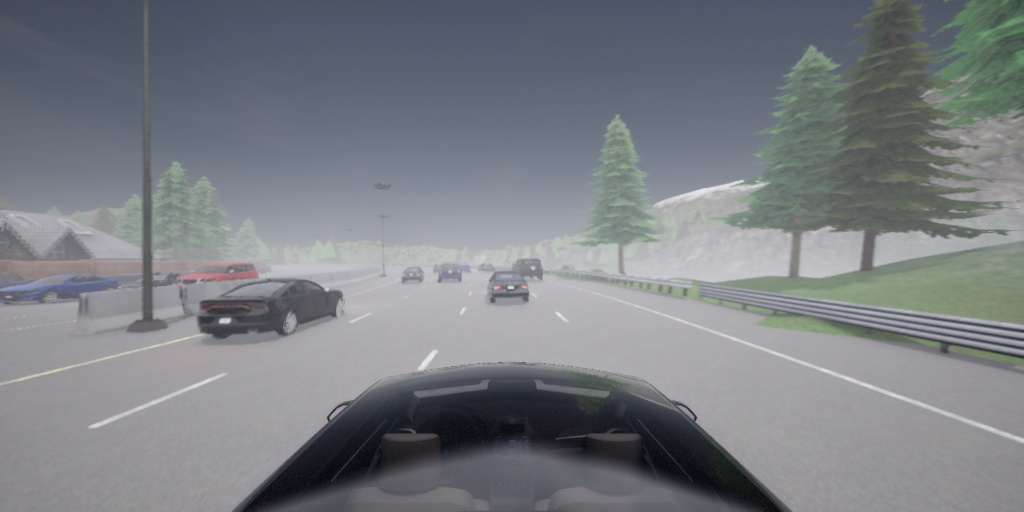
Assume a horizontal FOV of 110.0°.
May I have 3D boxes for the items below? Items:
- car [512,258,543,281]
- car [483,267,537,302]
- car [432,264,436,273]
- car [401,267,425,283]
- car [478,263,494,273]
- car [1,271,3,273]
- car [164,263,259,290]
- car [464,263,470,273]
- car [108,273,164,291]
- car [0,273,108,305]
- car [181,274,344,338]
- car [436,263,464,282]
[{"bbox_3d":[1.355,1.256,34.231,2.150,2.045,5.566,0,0,-11],"label":"car"},{"bbox_3d":[-0.283,1.456,18.214,2.033,1.411,5.357,-1,-1,-5],"label":"car"},{"bbox_3d":[-11.655,1.941,57.214,2.128,1.511,4.902,0,-1,-19],"label":"car"},{"bbox_3d":[-9.342,1.743,33.979,2.033,1.411,5.357,-1,-1,-11],"label":"car"},{"bbox_3d":[-4.169,1.821,56.707,2.128,1.511,4.902,-1,-1,-18],"label":"car"},{"bbox_3d":[-28.799,1.707,18.957,2.097,1.767,4.553,-1,-1,-6],"label":"car"},{"bbox_3d":[-18.652,1.457,23.035,2.150,2.045,5.566,-1,0,-7],"label":"car"},{"bbox_3d":[-7.982,1.872,57.429,1.882,1.535,5.008,0,-1,-18],"label":"car"},{"bbox_3d":[-22.148,1.813,22.751,1.812,1.442,4.674,-1,-1,-7],"label":"car"},{"bbox_3d":[-25.421,1.794,20.402,1.882,1.535,5.008,-1,-1,-6],"label":"car"},{"bbox_3d":[-6.984,1.423,11.086,1.882,1.535,5.008,-1,0,-2],"label":"car"},{"bbox_3d":[-5.995,1.501,34.546,2.097,1.767,4.553,-1,-1,-11],"label":"car"}]
